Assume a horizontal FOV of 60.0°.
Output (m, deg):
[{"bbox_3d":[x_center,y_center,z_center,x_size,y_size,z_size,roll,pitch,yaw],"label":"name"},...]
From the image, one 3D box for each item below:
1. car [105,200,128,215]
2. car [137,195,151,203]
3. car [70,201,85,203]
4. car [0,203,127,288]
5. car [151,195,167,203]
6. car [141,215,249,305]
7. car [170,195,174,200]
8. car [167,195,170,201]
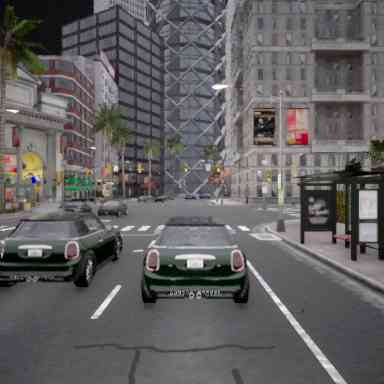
[{"bbox_3d":[-7.061,1.477,29.956,1.882,1.535,5.008,0,0,0],"label":"car"},{"bbox_3d":[-10.406,1.500,70.453,1.837,1.490,4.892,0,0,0],"label":"car"},{"bbox_3d":[-10.560,1.564,30.503,1.994,1.385,4.181,0,0,0],"label":"car"},{"bbox_3d":[-3.416,1.351,9.395,2.097,1.767,4.553,0,0,0],"label":"car"},{"bbox_3d":[-6.906,1.595,70.433,1.895,1.301,4.718,0,0,0],"label":"car"},{"bbox_3d":[0.076,1.351,8.285,2.097,1.767,4.553,0,0,0],"label":"car"},{"bbox_3d":[-6.115,1.552,90.133,1.994,1.385,4.181,0,0,10],"label":"car"},{"bbox_3d":[-6.886,1.500,80.135,1.837,1.490,4.892,0,0,0],"label":"car"}]
